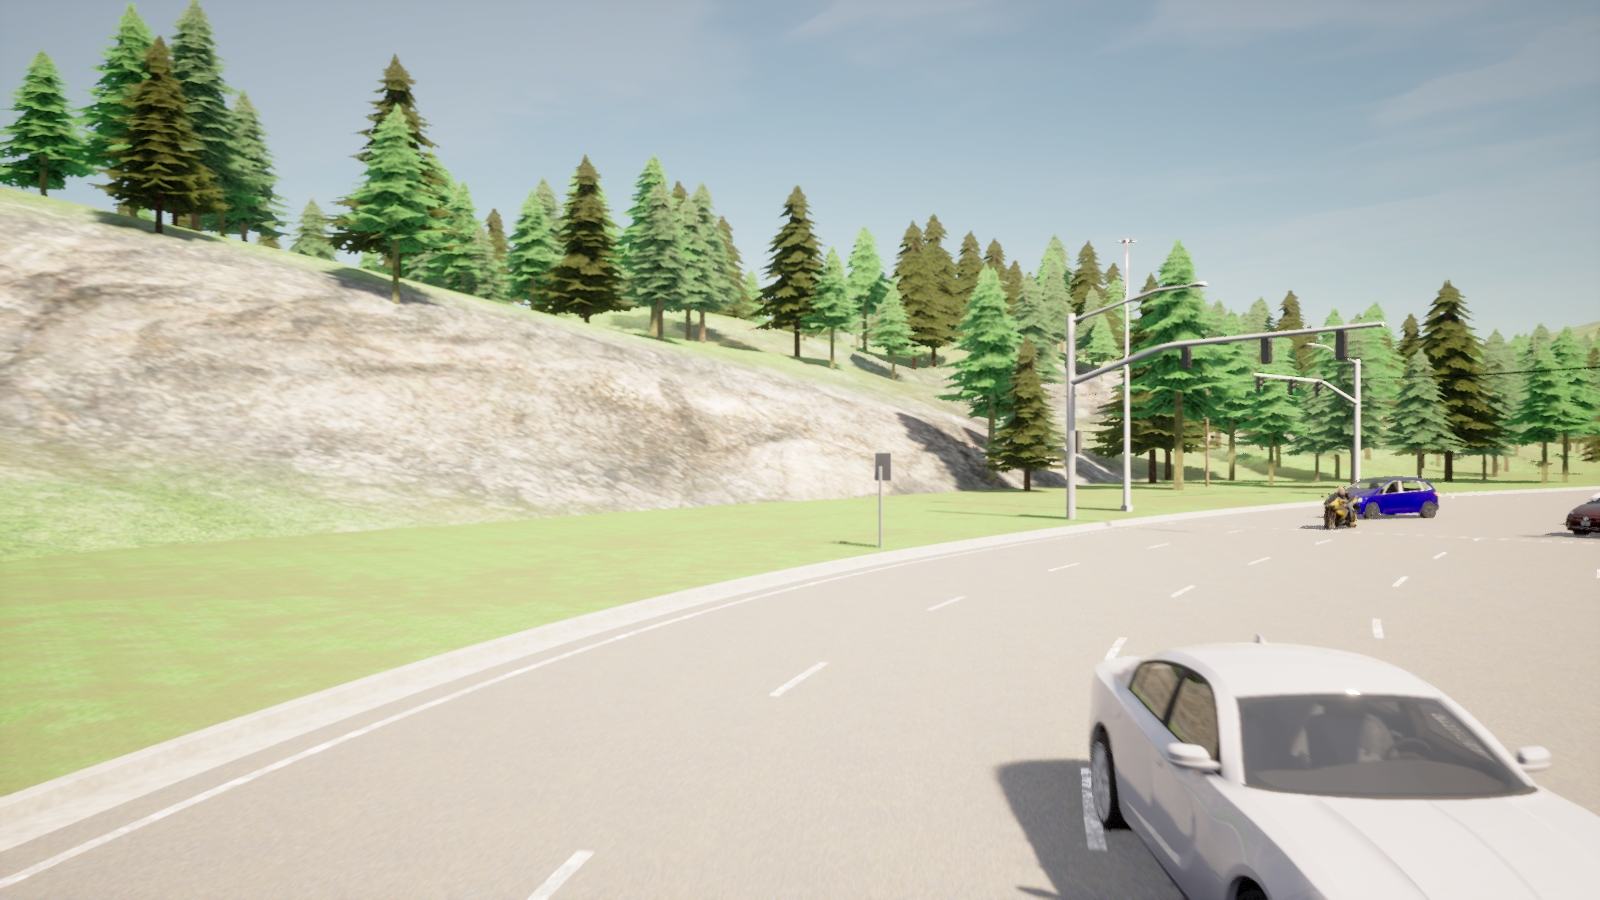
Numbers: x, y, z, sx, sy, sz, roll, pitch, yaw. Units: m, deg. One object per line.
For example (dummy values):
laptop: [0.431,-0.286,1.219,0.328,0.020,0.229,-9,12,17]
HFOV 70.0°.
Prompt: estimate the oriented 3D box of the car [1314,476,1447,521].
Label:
car: [23.663,1.938,46.606,4.611,1.667,2.242,0,0,-19]

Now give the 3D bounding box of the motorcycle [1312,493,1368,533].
motorcycle: [18.847,2.179,39.869,2.209,1.251,0.867,0,2,-39]

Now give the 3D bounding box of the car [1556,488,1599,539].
car: [26.864,2.018,36.606,4.514,1.525,2.007,0,0,-17]

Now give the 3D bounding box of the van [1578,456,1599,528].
van: [31.611,1.510,40.953,5.915,2.561,1.988,0,-1,4]

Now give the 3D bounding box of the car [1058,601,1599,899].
car: [3.122,2.028,6.979,2.097,1.535,5.006,0,0,2]
